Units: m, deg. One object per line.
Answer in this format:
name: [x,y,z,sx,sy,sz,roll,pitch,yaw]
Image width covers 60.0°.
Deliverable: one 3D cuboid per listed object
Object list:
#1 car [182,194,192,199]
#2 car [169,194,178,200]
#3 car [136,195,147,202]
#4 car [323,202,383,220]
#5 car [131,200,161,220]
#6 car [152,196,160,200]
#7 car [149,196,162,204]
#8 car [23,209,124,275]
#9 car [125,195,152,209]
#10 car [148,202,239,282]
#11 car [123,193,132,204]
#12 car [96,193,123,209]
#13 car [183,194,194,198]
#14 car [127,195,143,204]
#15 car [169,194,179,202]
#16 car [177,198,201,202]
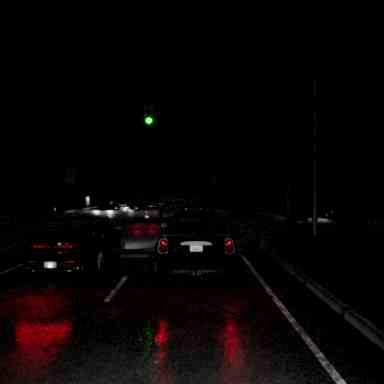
car: [-1.256,1.139,84.452,1.994,1.385,4.181,0,0,-7]
car: [-4.739,1.256,84.013,1.837,1.490,4.892,0,0,-7]
car: [-10.910,1.367,72.219,1.812,1.442,4.674,0,0,-2]
car: [13.786,1.523,27.672,5.357,1.411,2.033,0,0,-3]
car: [-3.401,1.576,27.265,1.895,1.301,4.718,0,0,0]
car: [-7.048,1.486,54.540,2.033,1.411,5.357,0,0,1]
car: [-7.158,1.440,64.967,2.033,1.411,5.357,0,0,-1]
car: [-3.398,1.496,10.388,1.837,1.490,4.892,0,0,0]
car: [-7.095,1.507,44.472,2.033,1.411,5.357,0,0,0]
car: [0.100,1.344,9.922,2.097,1.767,4.553,0,0,0]
car: [-10.563,1.168,51.773,2.150,2.045,5.566,0,0,0]
car: [-10.595,1.314,42.332,2.097,1.767,4.553,0,0,0]
car: [-0.519,1.344,74.538,1.812,1.442,4.674,0,0,-4]
car: [-10.594,1.399,61.996,2.128,1.511,4.902,0,0,-1]
car: [-3.980,1.313,73.845,1.882,1.535,5.008,0,0,-4]
car: [0.100,1.468,26.693,2.128,1.511,4.902,0,0,0]
